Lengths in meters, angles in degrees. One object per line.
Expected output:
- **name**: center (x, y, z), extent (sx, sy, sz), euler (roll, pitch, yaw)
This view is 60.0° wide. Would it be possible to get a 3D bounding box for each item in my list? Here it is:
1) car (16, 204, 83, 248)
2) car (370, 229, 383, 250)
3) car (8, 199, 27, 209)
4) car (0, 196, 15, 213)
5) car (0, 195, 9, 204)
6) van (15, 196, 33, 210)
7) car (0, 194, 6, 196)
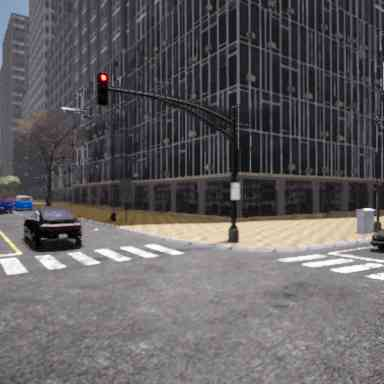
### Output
- **car**: center (-6.349, 1.504, 15.011), extent (2.128, 1.511, 4.902), euler (0, 0, -33)
- **car**: center (10.185, 1.858, 14.920), extent (5.357, 1.411, 2.033), euler (1, -1, -35)
- **car**: center (-23.748, 1.618, 45.239), extent (1.802, 1.307, 4.206), euler (1, 0, -34)
- **car**: center (-21.359, 1.506, 37.132), extent (1.882, 1.535, 5.008), euler (0, 0, -34)
- **car**: center (-36.560, 1.481, 64.021), extent (1.967, 1.590, 4.097), euler (1, 0, -34)
- **van**: center (-20.543, 1.375, 40.546), extent (1.690, 1.788, 3.998), euler (1, 0, -34)
- **car**: center (-33.356, 1.355, 59.327), extent (2.192, 1.841, 5.009), euler (1, 0, -34)
